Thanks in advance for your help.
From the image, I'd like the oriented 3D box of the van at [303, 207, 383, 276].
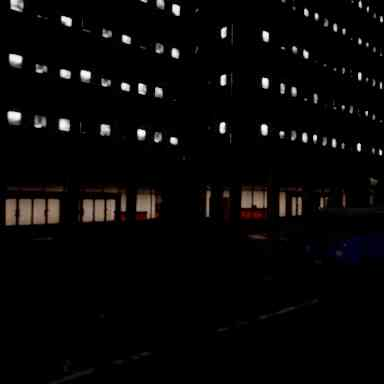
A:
[{"bbox_3d":[5.102,1.368,10.147,3.998,1.788,1.690,0,1,-35],"label":"van"}]
